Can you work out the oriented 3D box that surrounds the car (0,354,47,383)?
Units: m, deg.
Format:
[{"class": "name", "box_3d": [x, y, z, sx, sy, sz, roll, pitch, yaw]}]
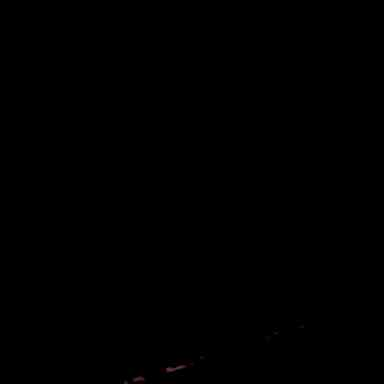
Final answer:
[{"class": "car", "box_3d": [-2.824, 1.598, 0.950, 4.718, 1.301, 1.895, 1, -1, -34]}]
